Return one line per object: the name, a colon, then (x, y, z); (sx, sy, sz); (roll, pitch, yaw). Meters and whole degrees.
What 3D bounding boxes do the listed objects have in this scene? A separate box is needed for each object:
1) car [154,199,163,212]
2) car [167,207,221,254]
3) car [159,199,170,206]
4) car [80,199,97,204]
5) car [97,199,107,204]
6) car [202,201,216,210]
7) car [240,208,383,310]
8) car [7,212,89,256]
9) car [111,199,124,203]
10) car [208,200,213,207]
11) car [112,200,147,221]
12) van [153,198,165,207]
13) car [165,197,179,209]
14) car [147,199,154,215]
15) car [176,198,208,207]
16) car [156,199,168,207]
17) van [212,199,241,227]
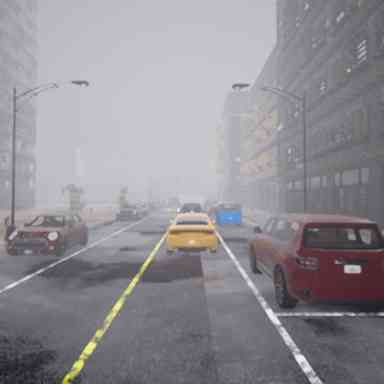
car: (-5.686, 2.051, 47.457); (1.887, 1.381, 4.507); (1, -1, 0)
car: (0.018, 1.636, 14.229); (1.882, 1.535, 5.008); (0, 0, 0)
car: (-5.705, 2.270, 70.039); (1.887, 1.381, 4.507); (1, -1, 0)
car: (-26.445, 2.326, 81.790); (4.097, 1.590, 1.967); (0, -1, 1)
car: (-25.274, 2.654, 90.410); (4.313, 1.339, 1.947); (0, -1, 1)
car: (2.656, 2.128, 53.143); (1.947, 1.339, 4.313); (1, -1, 0)
car: (2.697, 1.405, 7.977); (2.192, 1.841, 5.009); (1, -1, 0)
car: (-5.693, 1.592, 13.585); (1.967, 1.590, 4.097); (1, -1, 0)
car: (-19.793, 2.613, 90.339); (4.403, 1.369, 2.008); (0, -1, 1)
car: (2.671, 1.937, 36.206); (1.887, 1.381, 4.507); (1, -1, 0)
car: (-5.677, 1.773, 30.522); (1.967, 1.590, 4.097); (1, -1, 0)
van: (-5.688, 1.903, 53.105); (1.690, 1.788, 3.998); (1, -1, 0)
car: (-3.109, 1.837, 58.897); (2.150, 2.045, 5.566); (0, 0, 1)
car: (-5.675, 1.832, 36.168); (1.967, 1.590, 4.097); (1, -1, 0)
car: (0.000, 1.662, 28.429); (2.097, 1.767, 4.553); (0, -1, 0)
car: (-5.698, 2.111, 64.395); (1.967, 1.590, 4.097); (1, -1, 0)
van: (2.683, 1.615, 24.915); (1.690, 1.788, 3.998); (1, -1, 0)
